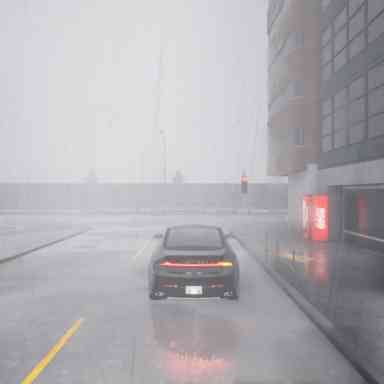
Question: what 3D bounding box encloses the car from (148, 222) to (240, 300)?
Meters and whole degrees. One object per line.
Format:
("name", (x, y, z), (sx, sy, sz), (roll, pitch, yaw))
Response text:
("car", (0.055, 1.505, 8.361), (1.837, 1.490, 4.892), (0, 0, 1))
